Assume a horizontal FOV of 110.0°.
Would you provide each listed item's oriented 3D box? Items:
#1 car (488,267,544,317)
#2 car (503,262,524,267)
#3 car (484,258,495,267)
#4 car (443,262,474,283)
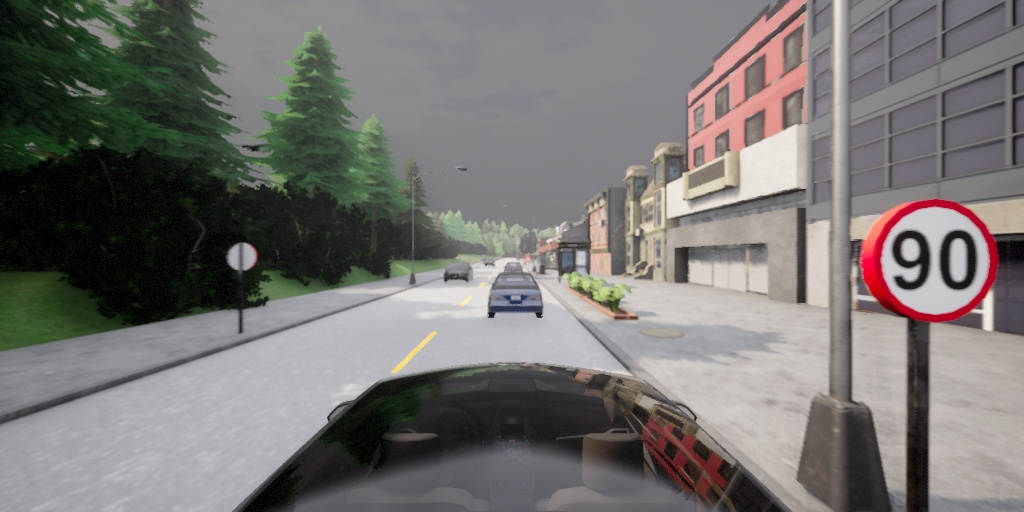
[{"bbox_3d":[0.101,1.288,13.142,2.033,1.411,5.357,0,0,0],"label":"car"},{"bbox_3d":[0.123,1.269,34.162,2.033,1.411,5.357,0,0,0],"label":"car"},{"bbox_3d":[-3.979,1.203,64.219,1.837,1.490,4.892,0,1,1],"label":"car"},{"bbox_3d":[-4.076,1.231,27.893,1.837,1.490,4.892,0,0,0],"label":"car"}]
